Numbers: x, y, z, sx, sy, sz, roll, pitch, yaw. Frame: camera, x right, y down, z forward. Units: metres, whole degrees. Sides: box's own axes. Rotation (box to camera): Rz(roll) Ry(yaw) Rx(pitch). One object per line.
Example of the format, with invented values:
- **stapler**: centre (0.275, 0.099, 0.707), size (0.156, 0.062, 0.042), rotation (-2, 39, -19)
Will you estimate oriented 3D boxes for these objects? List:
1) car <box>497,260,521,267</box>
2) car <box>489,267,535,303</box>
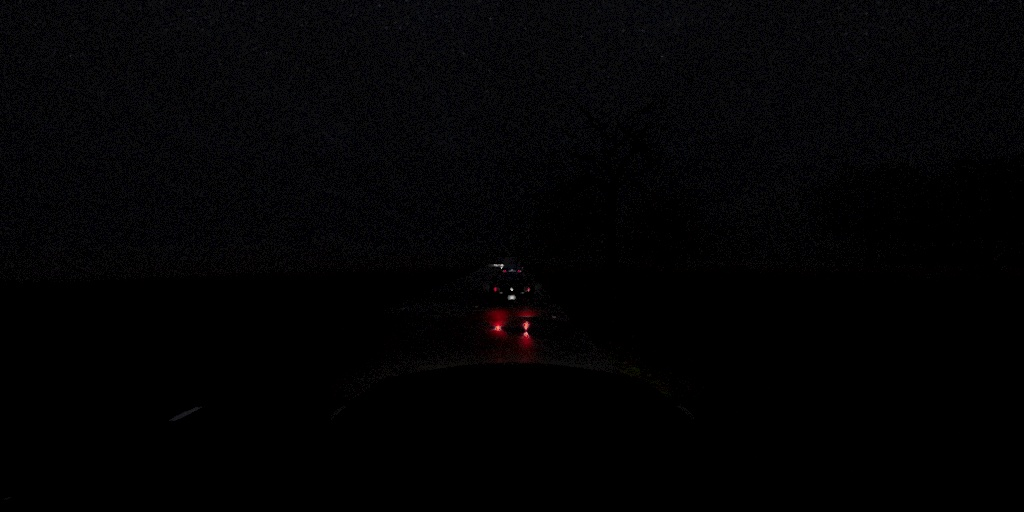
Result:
- **car**: centre (0.000, 1.284, 31.502), size (2.033, 1.411, 5.357), rotation (0, 0, 0)
- **car**: centre (0.000, 1.356, 16.531), size (1.895, 1.301, 4.718), rotation (0, 0, 0)
